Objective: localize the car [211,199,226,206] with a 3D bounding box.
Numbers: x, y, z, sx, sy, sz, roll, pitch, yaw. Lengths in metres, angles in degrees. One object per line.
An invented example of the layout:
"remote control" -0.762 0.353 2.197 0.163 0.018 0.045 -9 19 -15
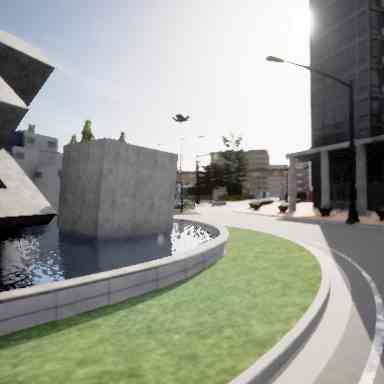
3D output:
"car" 5.240 2.101 64.694 1.895 1.301 4.718 -1 -1 21

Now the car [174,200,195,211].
"car" -1.243 1.951 48.948 1.837 1.490 4.892 -1 -1 27
